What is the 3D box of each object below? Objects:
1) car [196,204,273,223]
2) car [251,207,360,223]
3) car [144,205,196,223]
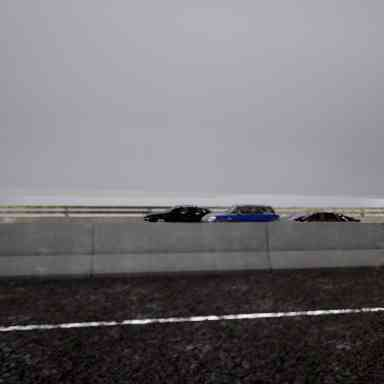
[{"bbox_3d":[2.784,1.474,18.930,4.553,1.767,2.097,1,0,-9],"label":"car"},{"bbox_3d":[5.604,1.641,15.842,4.892,1.490,1.837,1,0,-9],"label":"car"},{"bbox_3d":[-0.704,1.605,21.907,4.892,1.490,1.837,1,0,-9],"label":"car"}]
